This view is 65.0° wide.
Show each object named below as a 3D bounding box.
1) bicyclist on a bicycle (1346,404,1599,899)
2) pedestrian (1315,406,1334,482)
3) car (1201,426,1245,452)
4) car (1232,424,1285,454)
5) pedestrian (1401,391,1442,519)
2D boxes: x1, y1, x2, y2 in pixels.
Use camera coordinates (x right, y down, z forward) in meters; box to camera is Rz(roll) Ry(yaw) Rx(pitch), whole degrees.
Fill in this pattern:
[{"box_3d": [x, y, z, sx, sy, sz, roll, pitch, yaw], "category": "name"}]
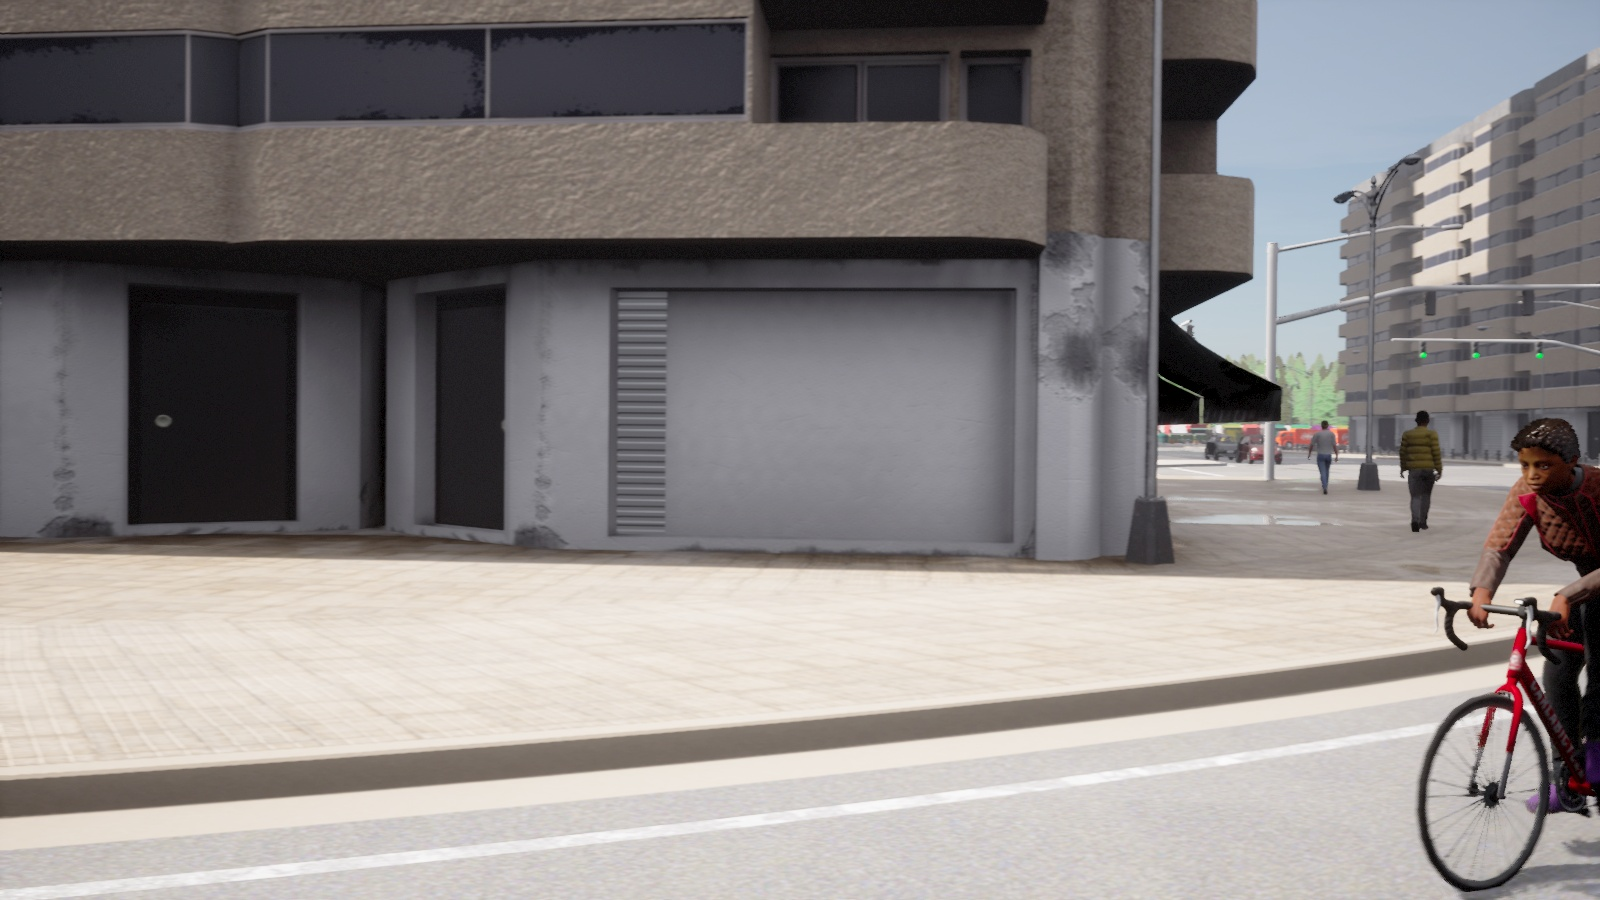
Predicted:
[{"box_3d": [2.793, 0.652, 4.514, 1.656, 1.620, 0.582, -1, 1, -27], "category": "bicyclist on a bicycle"}, {"box_3d": [12.788, -0.142, 30.613, 0.354, 1.836, 0.706, 0, 1, 18], "category": "pedestrian"}, {"box_3d": [26.169, -0.695, 77.781, 1.789, 1.549, 3.705, -1, 1, 6], "category": "car"}, {"box_3d": [25.276, -0.634, 69.393, 1.851, 1.617, 3.988, -1, 1, 6], "category": "car"}, {"box_3d": [9.124, 0.070, 18.436, 0.431, 1.840, 0.709, 0, 1, 35], "category": "pedestrian"}]
